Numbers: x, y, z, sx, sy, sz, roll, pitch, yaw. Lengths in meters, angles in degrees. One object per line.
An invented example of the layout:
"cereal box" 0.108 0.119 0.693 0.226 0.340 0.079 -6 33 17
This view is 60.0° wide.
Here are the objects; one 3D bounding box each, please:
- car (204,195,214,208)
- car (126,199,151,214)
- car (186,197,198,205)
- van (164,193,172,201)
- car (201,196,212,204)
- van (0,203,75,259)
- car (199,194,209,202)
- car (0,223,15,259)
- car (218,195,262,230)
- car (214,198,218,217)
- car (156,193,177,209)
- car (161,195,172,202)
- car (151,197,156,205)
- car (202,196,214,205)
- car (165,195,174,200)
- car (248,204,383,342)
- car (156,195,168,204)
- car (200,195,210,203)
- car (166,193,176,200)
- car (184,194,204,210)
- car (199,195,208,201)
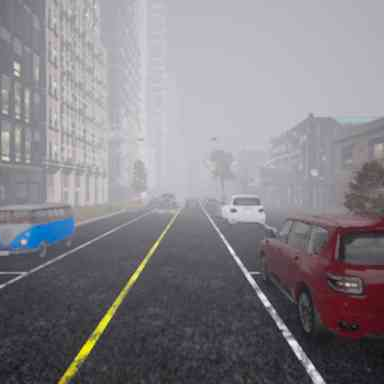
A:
"car" 2.667 1.476 45.960 1.947 1.339 4.313 -1 0 0
"car" -5.678 1.457 34.555 1.752 1.417 4.829 -1 0 0
"car" 0.022 1.492 55.412 1.895 1.301 4.718 0 0 0
"van" -5.697 1.188 79.877 1.690 1.788 3.998 -1 0 0
"car" 2.662 1.460 62.892 1.802 1.307 4.206 -1 0 0
"van" -5.675 1.316 12.148 1.690 1.788 3.998 -1 0 0
"car" 2.656 1.298 74.180 1.967 1.590 4.097 -1 0 0
"car" -5.670 1.553 6.505 1.947 1.339 4.313 -1 0 0
"car" 3.101 1.186 21.101 2.150 2.045 5.566 0 0 0
"car" 3.138 1.448 28.072 1.837 1.490 4.892 0 0 0
"car" -3.096 1.133 43.784 2.150 2.045 5.566 0 1 0
"car" -5.688 1.423 74.233 1.947 1.339 4.313 -1 0 0
"car" -5.682 1.465 51.657 1.947 1.339 4.313 -1 0 0
"car" 2.663 1.434 57.249 1.887 1.381 4.507 -1 0 0
"car" -5.709 1.388 85.522 2.008 1.369 4.403 -1 0 0
"car" 2.673 1.302 6.451 2.192 1.841 5.009 -1 0 0
"car" -5.687 1.318 62.945 1.967 1.590 4.097 -1 0 0
"car" 2.660 1.393 68.706 1.752 1.417 4.829 -1 0 0
"car" -5.739 1.143 91.165 2.192 1.841 5.009 -1 0 0
"car" 0.031 1.413 40.755 2.128 1.511 4.902 0 0 1
"car" 2.657 1.414 79.825 1.947 1.339 4.313 -1 0 0
